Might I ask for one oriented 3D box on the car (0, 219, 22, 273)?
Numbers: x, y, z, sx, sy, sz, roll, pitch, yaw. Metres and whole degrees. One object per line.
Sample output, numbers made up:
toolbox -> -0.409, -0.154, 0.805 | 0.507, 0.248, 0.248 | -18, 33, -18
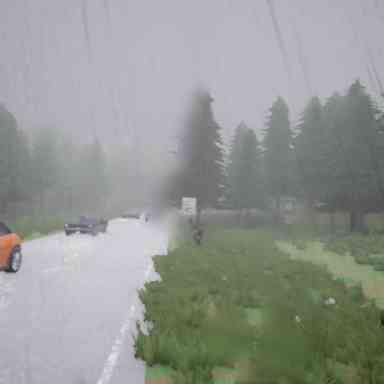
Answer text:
car -> -6.219, 1.471, 8.406 | 2.097, 1.767, 4.553 | 2, -2, -3

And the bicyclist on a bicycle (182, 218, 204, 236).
bicyclist on a bicycle -> 0.046, 2.066, 15.783 | 1.656, 1.620, 0.582 | 1, -2, -3

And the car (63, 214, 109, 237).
car -> -6.933, 2.188, 22.131 | 1.895, 1.301, 4.718 | 2, -2, -3

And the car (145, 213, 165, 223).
car -> -4.500, 2.925, 39.952 | 1.895, 1.301, 4.718 | 2, -2, -2

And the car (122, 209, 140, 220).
car -> -7.963, 2.904, 44.041 | 1.994, 1.385, 4.181 | 2, -2, -3

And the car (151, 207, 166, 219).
car -> -5.123, 3.198, 51.604 | 1.882, 1.535, 5.008 | 2, -2, -2
